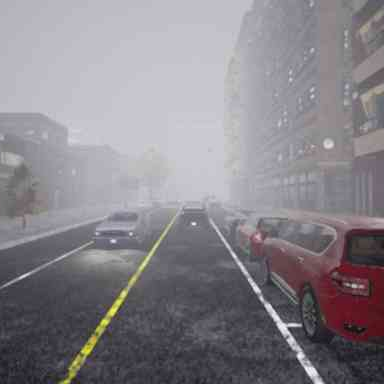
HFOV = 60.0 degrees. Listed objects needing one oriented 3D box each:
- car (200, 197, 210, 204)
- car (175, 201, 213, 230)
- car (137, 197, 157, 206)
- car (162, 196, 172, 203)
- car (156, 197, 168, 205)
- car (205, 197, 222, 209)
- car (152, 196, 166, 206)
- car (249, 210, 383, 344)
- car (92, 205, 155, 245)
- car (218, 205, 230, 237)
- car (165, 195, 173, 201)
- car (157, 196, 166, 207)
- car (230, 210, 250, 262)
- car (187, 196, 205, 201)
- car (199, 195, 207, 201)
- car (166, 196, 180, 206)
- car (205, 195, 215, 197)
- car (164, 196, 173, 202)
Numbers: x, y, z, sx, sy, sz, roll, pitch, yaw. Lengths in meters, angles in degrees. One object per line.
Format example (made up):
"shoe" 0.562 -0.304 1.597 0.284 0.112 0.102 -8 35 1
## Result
"car" 2.700 1.658 68.907 1.947 1.339 4.313 1 0 0
"car" 0.099 1.529 21.113 1.837 1.490 4.892 0 0 0
"car" -5.645 1.574 40.245 1.752 1.417 4.829 1 0 0
"car" -5.647 1.667 74.534 1.947 1.339 4.313 1 0 0
"car" -5.647 1.664 63.161 1.802 1.307 4.206 1 0 0
"car" 2.701 1.600 40.474 2.008 1.369 4.403 1 0 0
"car" -5.644 1.514 57.476 1.967 1.590 4.097 1 0 0
"car" 2.708 1.322 6.354 2.192 1.841 5.009 1 0 0
"car" -3.102 1.565 15.790 2.033 1.411 5.357 0 0 0
"car" 2.703 1.586 17.728 1.947 1.339 4.313 1 0 0
"car" -5.817 1.647 85.739 1.752 1.417 4.829 1 0 0
"car" -5.644 1.505 51.788 1.967 1.590 4.097 1 0 0
"car" 2.705 1.454 12.041 1.967 1.590 4.097 1 0 0
"car" 0.097 1.539 39.186 2.128 1.511 4.902 0 0 0
"car" 2.748 1.563 85.964 1.967 1.590 4.097 1 0 0
"car" -3.064 1.635 56.495 1.994 1.385 4.181 0 0 0
"car" 2.702 1.583 46.330 1.752 1.417 4.829 1 0 0
"car" -5.647 1.662 80.222 2.008 1.369 4.403 1 0 0
